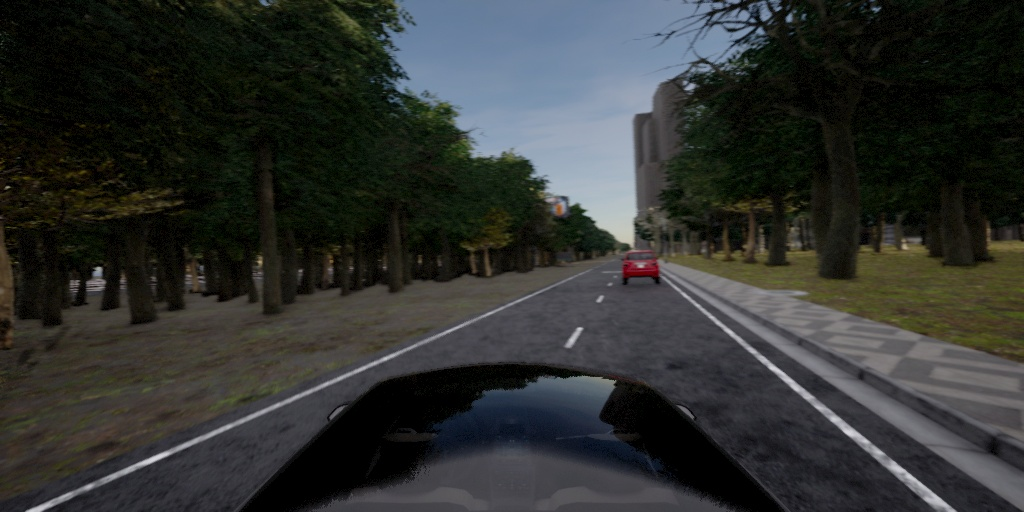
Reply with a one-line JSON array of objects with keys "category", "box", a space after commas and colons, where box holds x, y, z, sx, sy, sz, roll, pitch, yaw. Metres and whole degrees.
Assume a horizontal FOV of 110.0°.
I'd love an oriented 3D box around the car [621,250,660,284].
[{"category": "car", "box": [8.448, 0.663, 23.680, 2.150, 2.045, 5.566, -2, 0, 19]}]
